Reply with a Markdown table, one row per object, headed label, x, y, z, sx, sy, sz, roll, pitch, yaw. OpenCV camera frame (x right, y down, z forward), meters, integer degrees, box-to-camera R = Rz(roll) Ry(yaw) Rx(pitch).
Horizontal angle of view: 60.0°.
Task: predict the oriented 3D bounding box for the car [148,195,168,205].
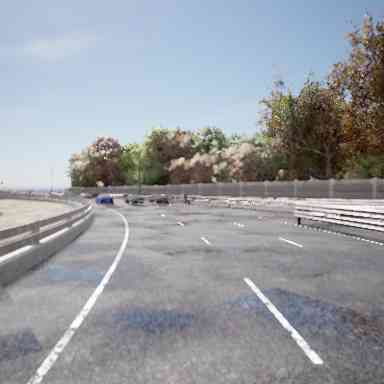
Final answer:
| label | x | y | z | sx | sy | sz | roll | pitch | yaw |
| --- | --- | --- | --- | --- | --- | --- | --- | --- | --- |
| car | -5.103 | 1.174 | 49.767 | 1.837 | 1.490 | 4.892 | 0 | 1 | -27 |

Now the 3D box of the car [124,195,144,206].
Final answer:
| label | x | y | z | sx | sy | sz | roll | pitch | yaw |
| --- | --- | --- | --- | --- | --- | --- | --- | --- | --- |
| car | -8.470 | 1.188 | 48.679 | 1.837 | 1.490 | 4.892 | 0 | 1 | -27 |

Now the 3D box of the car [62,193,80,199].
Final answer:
| label | x | y | z | sx | sy | sz | roll | pitch | yaw |
| --- | --- | --- | --- | --- | --- | --- | --- | --- | --- |
| car | -28.156 | 0.899 | 76.127 | 4.181 | 1.385 | 1.994 | 0 | 1 | 43 |

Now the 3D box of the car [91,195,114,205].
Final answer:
| label | x | y | z | sx | sy | sz | roll | pitch | yaw |
| --- | --- | --- | --- | --- | --- | --- | --- | --- | --- |
| car | -13.382 | 1.156 | 50.542 | 1.882 | 1.535 | 5.008 | 0 | 0 | -29 |

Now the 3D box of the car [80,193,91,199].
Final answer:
| label | x | y | z | sx | sy | sz | roll | pitch | yaw |
| --- | --- | --- | --- | --- | --- | --- | --- | --- | --- |
| car | -25.676 | 0.920 | 78.595 | 4.718 | 1.301 | 1.895 | 0 | 1 | 43 |
